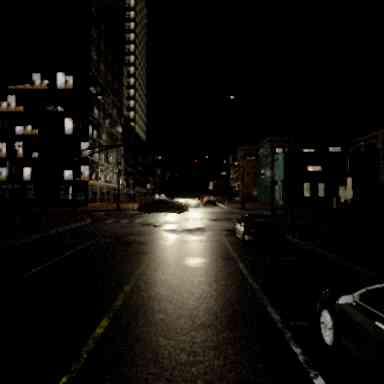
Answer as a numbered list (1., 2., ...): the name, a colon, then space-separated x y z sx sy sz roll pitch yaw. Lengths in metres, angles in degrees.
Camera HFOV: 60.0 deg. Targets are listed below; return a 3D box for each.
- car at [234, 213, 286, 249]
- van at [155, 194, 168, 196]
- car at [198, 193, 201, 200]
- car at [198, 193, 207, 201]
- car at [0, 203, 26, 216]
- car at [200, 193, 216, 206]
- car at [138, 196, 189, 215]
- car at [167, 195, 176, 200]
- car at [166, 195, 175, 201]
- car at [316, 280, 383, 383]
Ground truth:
1. car: 2.833 1.569 14.298 1.802 1.307 4.206 1 0 0
2. van: -5.647 1.276 57.900 1.690 1.788 3.998 1 0 0
3. car: 2.736 1.242 63.608 2.192 1.841 5.009 1 0 0
4. car: 2.746 1.213 86.305 2.192 1.841 5.009 1 0 0
5. car: -17.411 1.630 30.436 4.206 1.307 1.802 -1 0 1
6. car: 2.729 1.382 52.261 1.967 1.590 4.097 1 0 0
7. car: -2.843 1.452 32.973 5.008 1.535 1.882 0 0 1
8. car: -5.636 1.456 91.944 1.947 1.339 4.313 1 0 0
9. car: -5.638 1.464 86.270 1.947 1.339 4.313 1 0 0
10. car: 2.705 1.548 3.346 2.008 1.369 4.403 1 0 0
